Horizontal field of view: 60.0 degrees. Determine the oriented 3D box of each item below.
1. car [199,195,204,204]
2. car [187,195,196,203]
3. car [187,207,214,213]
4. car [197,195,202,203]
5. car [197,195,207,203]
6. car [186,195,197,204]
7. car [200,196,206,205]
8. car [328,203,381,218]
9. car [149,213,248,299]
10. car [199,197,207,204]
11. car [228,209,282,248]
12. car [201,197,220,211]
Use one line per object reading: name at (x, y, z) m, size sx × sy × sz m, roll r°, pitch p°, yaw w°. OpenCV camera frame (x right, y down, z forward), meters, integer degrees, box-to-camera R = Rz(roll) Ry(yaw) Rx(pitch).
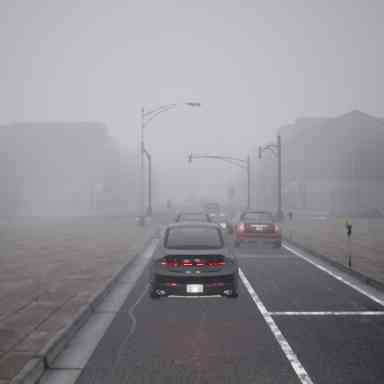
car at (2.514, 1.702, 52.671) m, size 1.752 × 1.417 × 4.829 m, roll 1°, pitch 0°, yaw 0°
car at (-0.222, 1.676, 82.581) m, size 2.150 × 2.045 × 5.566 m, roll 0°, pitch -1°, yaw 0°
car at (0.050, 1.619, 15.959) m, size 1.895 × 1.301 × 4.718 m, roll 0°, pitch 0°, yaw 0°
car at (2.483, 1.830, 63.376) m, size 1.947 × 1.339 × 4.313 m, roll 1°, pitch -1°, yaw 0°
car at (2.444, 1.735, 79.692) m, size 2.192 × 1.841 × 5.009 m, roll 1°, pitch -1°, yaw 0°
car at (-0.181, 1.570, 72.172) m, size 2.150 × 2.045 × 5.566 m, roll 0°, pitch -1°, yaw 0°
car at (2.528, 1.705, 47.064) m, size 1.947 × 1.339 × 4.313 m, roll 1°, pitch 0°, yaw 0°
car at (14.484, 1.630, 29.741) m, size 4.181 × 1.385 × 1.994 m, roll 0°, pitch -2°, yaw 0°
car at (0.017, 1.512, 8.484) m, size 1.837 × 1.490 × 4.892 m, roll 0°, pitch 0°, yaw -1°
car at (2.454, 1.892, 74.421) m, size 1.752 × 1.417 × 4.829 m, roll 1°, pitch -1°, yaw 0°
car at (2.620, 1.457, 14.881) m, size 1.967 × 1.590 × 4.097 m, roll 2°, pitch 0°, yaw 0°
car at (2.543, 1.672, 41.627) m, size 1.947 × 1.339 × 4.313 m, roll 1°, pitch 0°, yaw 0°
